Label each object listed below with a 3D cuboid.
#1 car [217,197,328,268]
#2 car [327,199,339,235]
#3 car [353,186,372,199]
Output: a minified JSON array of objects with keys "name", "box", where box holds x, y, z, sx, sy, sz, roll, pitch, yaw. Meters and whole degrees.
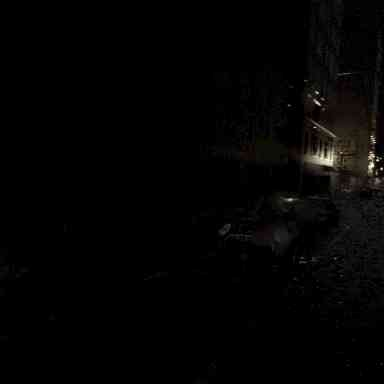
[{"name":"car","box":[2.307,0.924,9.351,1.967,1.590,4.097,4,4,31]},{"name":"car","box":[5.182,0.890,14.143,1.802,1.307,4.206,4,4,31]},{"name":"car","box":[19.580,-0.036,38.056,1.887,1.381,4.507,4,4,31]}]
